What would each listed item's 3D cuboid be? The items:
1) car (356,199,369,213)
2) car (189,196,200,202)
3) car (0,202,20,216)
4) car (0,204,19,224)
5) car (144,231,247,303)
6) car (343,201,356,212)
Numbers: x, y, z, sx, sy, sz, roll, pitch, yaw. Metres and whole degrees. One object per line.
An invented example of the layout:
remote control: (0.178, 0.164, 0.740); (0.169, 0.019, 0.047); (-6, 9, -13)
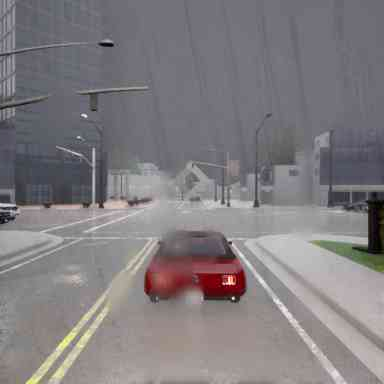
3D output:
car: (19.876, 1.477, 34.088); (4.674, 1.442, 1.812); (0, 0, 0)
car: (0.663, 1.534, 77.390); (2.033, 1.411, 5.357); (0, 0, 12)
car: (-16.838, 1.334, 26.588); (5.566, 2.045, 2.150); (-1, 0, 0)
car: (-15.080, 1.692, 23.116); (4.718, 1.301, 1.895); (-1, 0, -1)
car: (0.071, 1.600, 8.183); (1.895, 1.301, 4.718); (0, 0, 0)
car: (19.372, 1.518, 37.583); (4.181, 1.385, 1.994); (0, 0, -1)
